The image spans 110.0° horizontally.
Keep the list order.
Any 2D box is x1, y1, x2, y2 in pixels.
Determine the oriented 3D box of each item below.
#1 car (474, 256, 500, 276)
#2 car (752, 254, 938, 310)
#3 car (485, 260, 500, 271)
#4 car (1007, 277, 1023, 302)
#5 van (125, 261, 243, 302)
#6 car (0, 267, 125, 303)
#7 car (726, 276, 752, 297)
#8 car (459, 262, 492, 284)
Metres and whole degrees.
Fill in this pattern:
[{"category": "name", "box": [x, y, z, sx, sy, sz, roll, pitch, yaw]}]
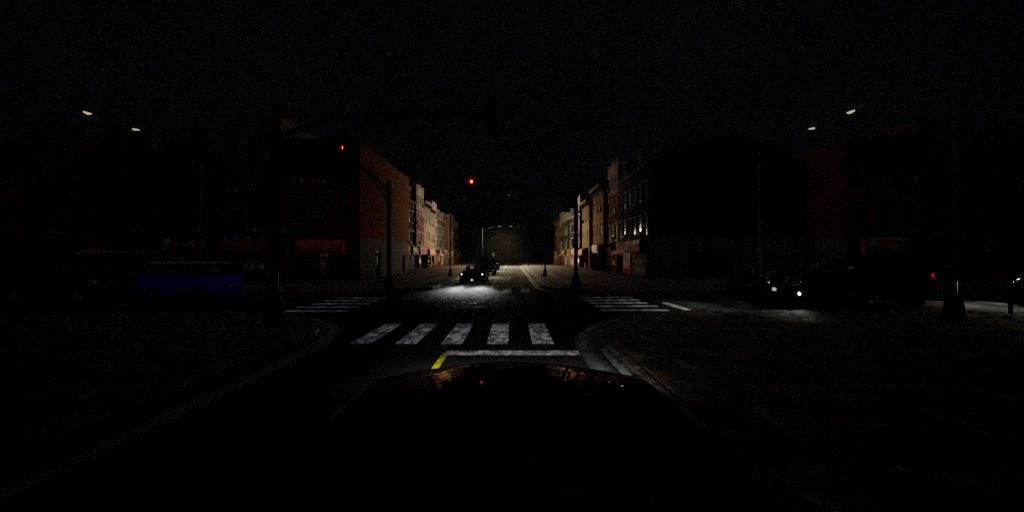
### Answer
[{"category": "car", "box": [-2.784, 0.992, 38.423, 2.150, 2.045, 5.566, 0, 0, 1]}, {"category": "car", "box": [12.971, 0.933, 13.969, 5.566, 2.045, 2.150, 0, 0, 0]}, {"category": "car", "box": [-2.741, 1.285, 51.997, 1.837, 1.490, 4.892, 0, 0, 0]}, {"category": "car", "box": [22.655, 1.046, 13.993, 4.553, 1.767, 2.097, 0, 0, 0]}, {"category": "van", "box": [-14.718, 1.122, 16.423, 3.998, 1.789, 1.690, 0, 0, 0]}, {"category": "car", "box": [-20.193, 1.237, 16.407, 4.097, 1.591, 1.967, 0, 0, 0]}, {"category": "car", "box": [12.285, 1.265, 16.503, 4.403, 1.370, 2.007, 0, 0, 0]}, {"category": "car", "box": [-2.805, 1.362, 27.313, 1.895, 1.301, 4.718, 0, 0, 0]}]
